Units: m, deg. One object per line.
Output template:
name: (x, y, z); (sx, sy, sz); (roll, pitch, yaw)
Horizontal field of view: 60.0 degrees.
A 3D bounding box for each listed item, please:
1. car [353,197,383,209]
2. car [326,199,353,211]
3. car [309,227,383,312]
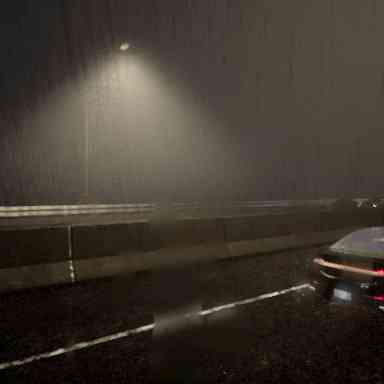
car: (19.104, 1.316, 34.334); (4.553, 1.767, 2.097); (0, 0, -34)
car: (16.920, 1.488, 37.082); (4.674, 1.442, 1.812); (0, 0, -34)
car: (4.471, 1.479, 6.902); (4.902, 1.511, 2.128); (0, 0, -35)
